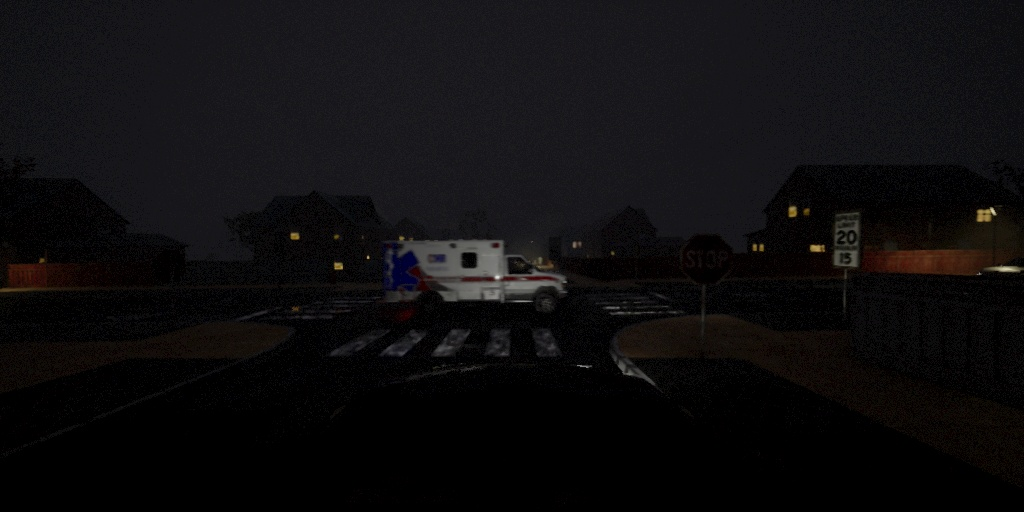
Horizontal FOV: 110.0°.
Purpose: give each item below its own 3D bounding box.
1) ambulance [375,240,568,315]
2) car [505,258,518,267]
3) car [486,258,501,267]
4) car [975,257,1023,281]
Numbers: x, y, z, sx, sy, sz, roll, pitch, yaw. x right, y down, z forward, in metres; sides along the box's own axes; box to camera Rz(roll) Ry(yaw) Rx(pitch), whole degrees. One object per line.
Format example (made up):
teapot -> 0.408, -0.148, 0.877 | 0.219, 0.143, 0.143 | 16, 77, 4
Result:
ambulance -> -1.287, 0.681, 12.698 | 6.366, 2.431, 2.351 | 0, 1, 0
car -> -0.136, 1.005, 57.132 | 2.033, 1.411, 5.357 | 0, 0, 0
car -> -2.916, 1.007, 56.585 | 2.033, 1.411, 5.357 | 0, 0, 0
car -> 23.127, 0.725, 15.466 | 4.892, 1.490, 1.837 | -1, 2, 0
